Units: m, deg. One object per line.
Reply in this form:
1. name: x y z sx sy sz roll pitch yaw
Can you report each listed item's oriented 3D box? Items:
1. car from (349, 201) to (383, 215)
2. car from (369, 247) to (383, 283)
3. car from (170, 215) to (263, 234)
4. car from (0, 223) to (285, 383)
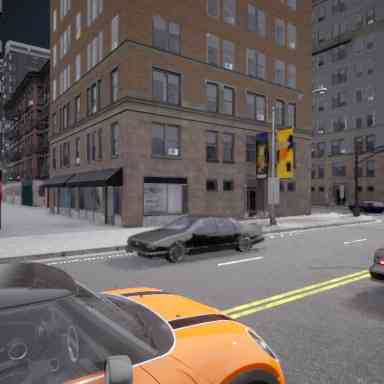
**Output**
1. car: 17.816 1.592 32.207 1.895 1.301 4.718 0 0 -28
2. car: 6.447 1.548 8.238 5.357 1.411 2.033 0 0 -37
3. car: 0.346 1.548 12.055 5.357 1.411 2.033 0 0 -37
4. car: -1.356 1.352 2.437 4.553 1.767 2.097 0 0 -37
